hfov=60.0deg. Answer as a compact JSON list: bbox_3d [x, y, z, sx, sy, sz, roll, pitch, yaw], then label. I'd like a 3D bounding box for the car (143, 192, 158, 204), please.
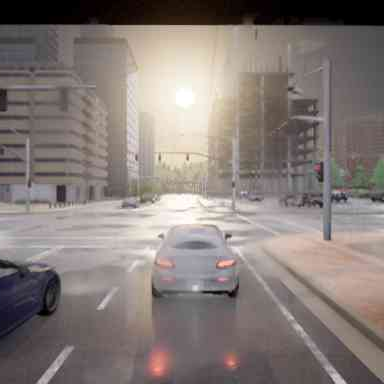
[{"bbox_3d":[-8.169,1.110,61.827,2.150,2.045,5.566,0,0,0],"label":"car"}]

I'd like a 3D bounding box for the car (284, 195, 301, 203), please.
[{"bbox_3d":[18.584,1.282,61.889,1.970,1.475,3.806,0,0,0],"label":"car"}]

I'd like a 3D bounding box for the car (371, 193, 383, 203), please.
[{"bbox_3d":[35.481,1.040,62.059,1.932,1.855,4.605,0,0,0],"label":"car"}]

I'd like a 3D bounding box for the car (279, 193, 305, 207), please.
[{"bbox_3d":[13.067,1.072,44.450,1.932,1.855,4.605,0,0,0],"label":"car"}]

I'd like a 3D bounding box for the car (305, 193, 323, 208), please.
[{"bbox_3d":[15.961,1.075,44.409,1.905,1.878,3.866,0,0,0],"label":"car"}]

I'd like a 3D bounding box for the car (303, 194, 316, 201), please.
[{"bbox_3d":[27.176,1.223,77.031,1.784,1.438,3.905,0,0,0],"label":"car"}]

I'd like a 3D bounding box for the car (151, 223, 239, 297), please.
[{"bbox_3d":[0.071,1.510,8.405,1.812,1.442,4.674,0,0,0],"label":"car"}]

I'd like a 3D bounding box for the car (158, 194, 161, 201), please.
[{"bbox_3d":[-8.251,1.199,76.917,2.097,1.767,4.553,0,0,0],"label":"car"}]

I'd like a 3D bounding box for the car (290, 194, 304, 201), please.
[{"bbox_3d":[24.281,1.255,77.018,1.970,1.475,3.806,0,0,0],"label":"car"}]

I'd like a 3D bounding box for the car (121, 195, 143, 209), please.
[{"bbox_3d":[-8.070,1.445,43.956,1.812,1.442,4.674,0,0,0],"label":"car"}]

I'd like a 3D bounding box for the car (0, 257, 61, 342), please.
[{"bbox_3d":[-3.442,1.517,4.531,1.812,1.442,4.674,0,0,0],"label":"car"}]
